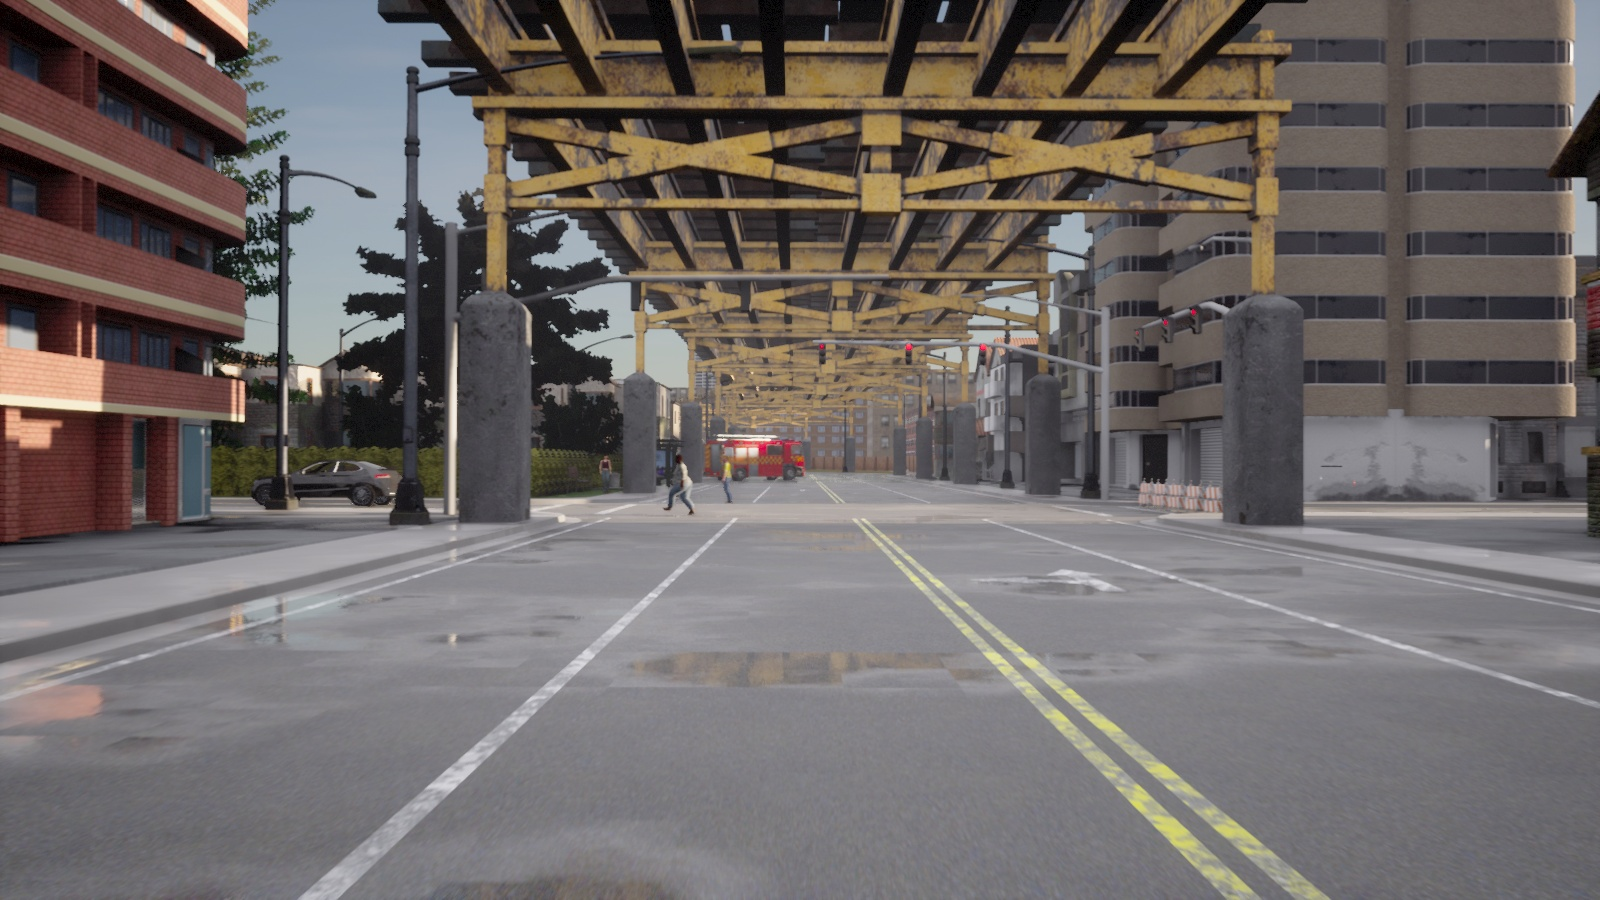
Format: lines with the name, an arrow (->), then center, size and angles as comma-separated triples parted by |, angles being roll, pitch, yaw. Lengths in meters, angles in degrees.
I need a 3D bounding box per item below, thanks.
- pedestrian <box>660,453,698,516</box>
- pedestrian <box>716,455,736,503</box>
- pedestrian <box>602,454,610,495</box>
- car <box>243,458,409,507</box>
pedestrian -> -3.619, 1.034, 37.672 | 0.900, 1.855, 0.874 | 0, -1, 14
pedestrian -> -2.825, 1.124, 48.184 | 0.706, 1.836, 0.354 | 0, -1, 6
pedestrian -> -8.707, 1.096, 56.446 | 0.345, 1.836, 0.594 | 0, -1, -8
car -> -16.577, 1.124, 44.119 | 5.027, 1.651, 2.152 | 0, -1, 1
